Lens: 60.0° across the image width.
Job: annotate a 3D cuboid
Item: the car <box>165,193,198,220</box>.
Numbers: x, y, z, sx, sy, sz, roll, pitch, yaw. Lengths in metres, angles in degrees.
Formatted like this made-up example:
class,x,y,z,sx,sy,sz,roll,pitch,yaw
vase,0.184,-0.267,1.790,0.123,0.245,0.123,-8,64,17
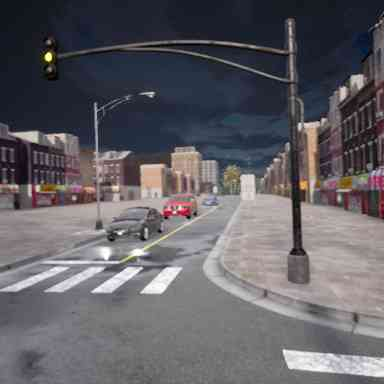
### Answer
class,x,y,z,sx,sy,sz,roll,pitch,yaw
car,-0.888,1.170,28.147,2.150,2.045,5.566,-2,0,10

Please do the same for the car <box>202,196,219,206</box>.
class,x,y,z,sx,sy,sz,roll,pitch,yaw
car,2.664,1.278,48.357,1.812,1.442,4.674,-2,0,10

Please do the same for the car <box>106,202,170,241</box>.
class,x,y,z,sx,sy,sz,roll,pitch,yaw
car,-2.775,1.555,17.084,1.837,1.490,4.892,-2,0,10
